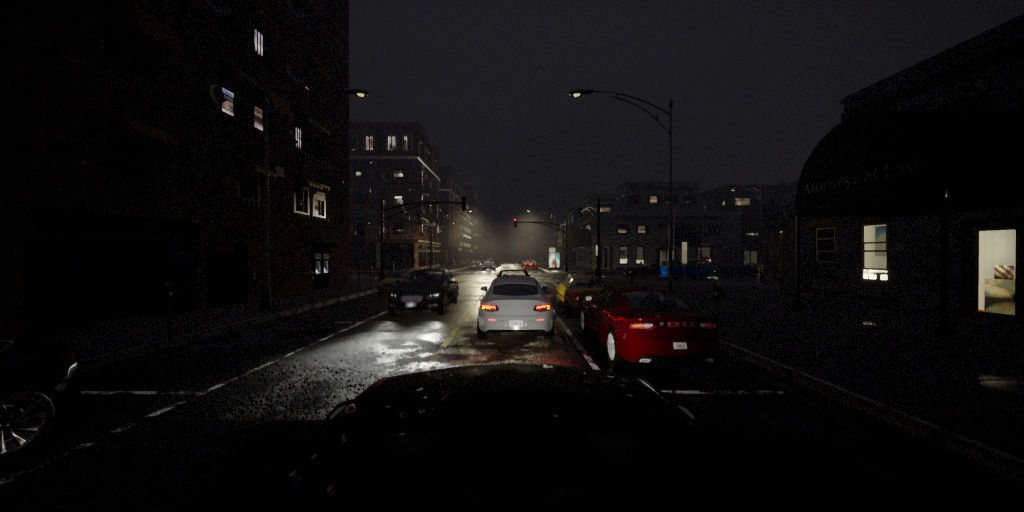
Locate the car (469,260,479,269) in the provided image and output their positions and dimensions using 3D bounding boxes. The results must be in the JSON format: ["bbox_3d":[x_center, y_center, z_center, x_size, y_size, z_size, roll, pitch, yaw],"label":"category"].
[{"bbox_3d":[-5.798,1.331,57.472,2.007,1.370,4.403,0,0,0],"label":"car"}]

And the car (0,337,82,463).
[{"bbox_3d":[-5.692,1.316,2.231,1.948,1.339,4.313,0,0,0],"label":"car"}]

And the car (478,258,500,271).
[{"bbox_3d":[-3.193,1.320,50.827,2.033,1.411,5.357,0,0,0],"label":"car"}]

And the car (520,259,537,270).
[{"bbox_3d":[2.594,1.213,51.803,1.967,1.591,4.097,0,0,0],"label":"car"}]

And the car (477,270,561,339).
[{"bbox_3d":[0.084,1.276,9.952,1.812,1.442,4.674,0,0,0],"label":"car"}]

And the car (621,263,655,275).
[{"bbox_3d":[13.424,1.381,35.902,4.718,1.301,1.895,0,0,-1],"label":"car"}]

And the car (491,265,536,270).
[{"bbox_3d":[0.077,1.353,19.063,1.895,1.301,4.718,0,0,0],"label":"car"}]

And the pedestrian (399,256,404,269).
[{"bbox_3d":[-12.707,0.831,41.188,0.375,1.860,0.375,0,0,-1],"label":"pedestrian"}]

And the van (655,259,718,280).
[{"bbox_3d":[14.601,1.164,30.125,3.998,1.789,1.690,0,0,-1],"label":"van"}]

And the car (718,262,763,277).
[{"bbox_3d":[22.343,1.367,35.982,4.181,1.385,1.994,0,0,0],"label":"car"}]

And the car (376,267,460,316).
[{"bbox_3d":[-3.123,1.242,13.507,2.128,1.511,4.902,0,0,0],"label":"car"}]

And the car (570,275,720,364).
[{"bbox_3d":[2.678,1.295,7.938,1.888,1.381,4.507,0,0,0],"label":"car"}]

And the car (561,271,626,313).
[{"bbox_3d":[2.667,1.276,13.805,1.751,1.417,4.829,0,0,0],"label":"car"}]
